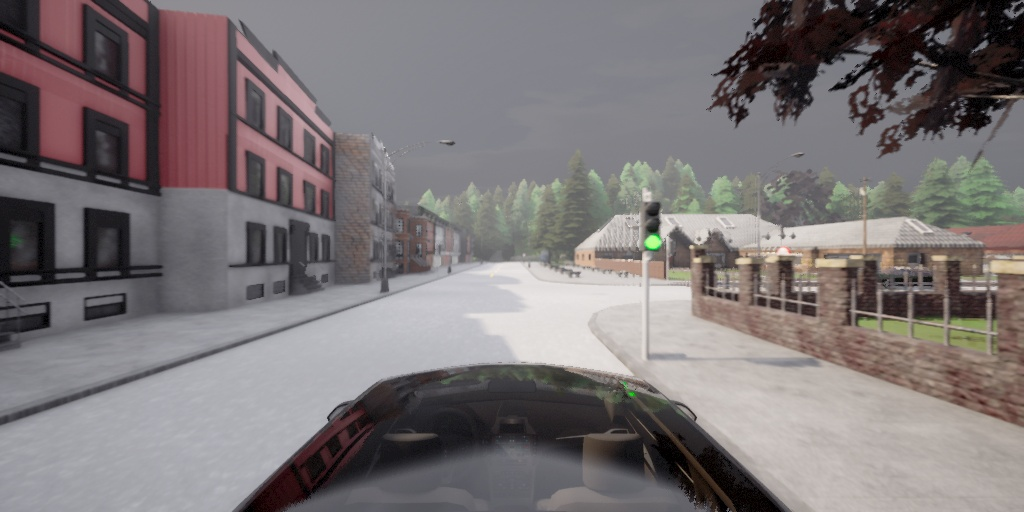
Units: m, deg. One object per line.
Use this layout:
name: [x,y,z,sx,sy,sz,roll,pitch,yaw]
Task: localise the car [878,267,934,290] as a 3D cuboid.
car: [23.368,1.300,21.563,4.718,1.301,1.895,0,0,0]
